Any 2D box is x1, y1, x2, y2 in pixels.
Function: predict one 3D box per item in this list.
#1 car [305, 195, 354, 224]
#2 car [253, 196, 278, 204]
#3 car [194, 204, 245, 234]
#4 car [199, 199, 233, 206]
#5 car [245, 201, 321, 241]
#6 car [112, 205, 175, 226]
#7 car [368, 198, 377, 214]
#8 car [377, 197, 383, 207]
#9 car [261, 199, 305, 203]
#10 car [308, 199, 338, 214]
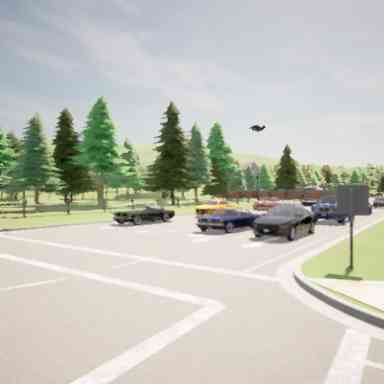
[{"bbox_3d":[10.681,1.217,25.100,2.150,2.045,5.566,0,0,36],"label":"car"},{"bbox_3d":[9.255,1.339,40.915,2.097,1.767,4.553,0,0,36],"label":"car"},{"bbox_3d":[2.201,1.592,19.437,1.895,1.301,4.718,0,0,36],"label":"car"},{"bbox_3d":[2.184,1.463,31.267,1.882,1.535,5.008,0,0,36],"label":"car"},{"bbox_3d":[4.818,1.473,17.080,1.882,1.535,5.008,0,0,36],"label":"car"},{"bbox_3d":[-3.359,1.586,23.691,1.895,1.301,4.718,0,0,36],"label":"car"},{"bbox_3d":[16.917,1.543,33.611,2.033,1.411,5.357,0,0,36],"label":"car"},{"bbox_3d":[26.385,1.504,46.417,1.837,1.490,4.892,0,0,37],"label":"car"},{"bbox_3d":[7.620,1.518,26.819,1.812,1.442,4.674,0,0,36],"label":"car"},{"bbox_3d":[14.229,1.498,35.864,1.837,1.490,4.892,0,0,36],"label":"car"}]
